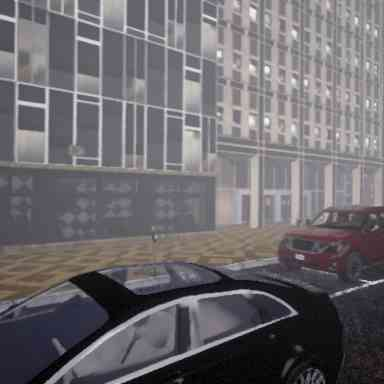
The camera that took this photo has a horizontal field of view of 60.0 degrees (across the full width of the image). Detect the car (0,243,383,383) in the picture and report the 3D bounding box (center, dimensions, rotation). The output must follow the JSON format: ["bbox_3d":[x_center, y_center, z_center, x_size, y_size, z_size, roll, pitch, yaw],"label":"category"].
[{"bbox_3d":[-0.615,1.496,2.941,4.902,1.511,2.128,0,0,-36],"label":"car"}]

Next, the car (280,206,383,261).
[{"bbox_3d":[4.816,1.362,9.998,5.009,1.841,2.192,0,0,-36],"label":"car"}]

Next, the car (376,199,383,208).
[{"bbox_3d":[30.191,1.740,49.357,1.752,1.417,4.829,1,0,-36],"label":"car"}]
